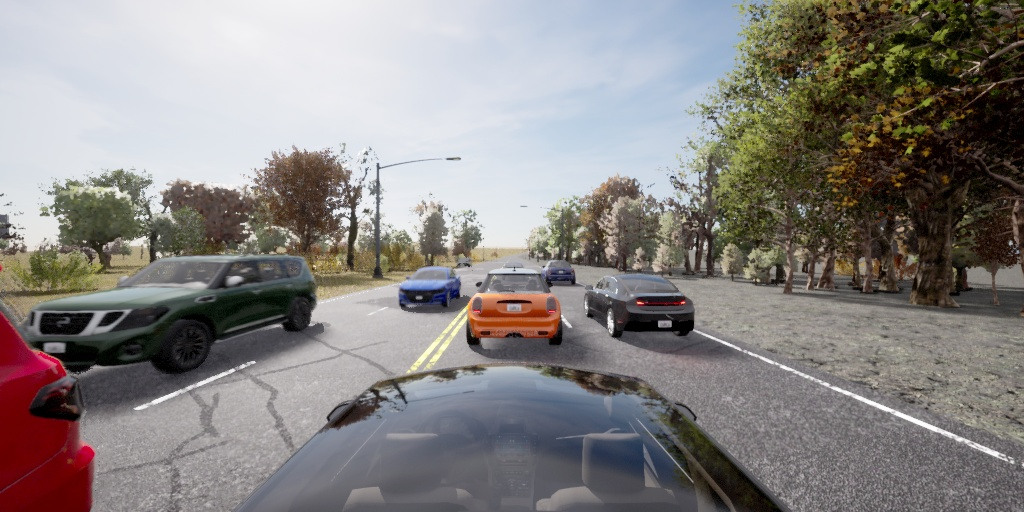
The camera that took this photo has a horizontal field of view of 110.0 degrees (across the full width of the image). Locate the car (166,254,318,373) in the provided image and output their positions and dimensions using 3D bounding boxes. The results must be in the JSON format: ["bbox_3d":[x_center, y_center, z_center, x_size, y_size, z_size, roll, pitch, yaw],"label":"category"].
[{"bbox_3d":[-6.595,0.971,7.934,2.150,2.045,5.566,0,0,0],"label":"car"}]

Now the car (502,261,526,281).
[{"bbox_3d":[0.127,1.225,30.992,1.882,1.535,5.008,0,0,-1],"label":"car"}]

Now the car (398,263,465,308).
[{"bbox_3d":[-3.337,1.226,15.386,1.882,1.535,5.008,0,0,0],"label":"car"}]

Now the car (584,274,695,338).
[{"bbox_3d":[3.319,1.246,10.211,1.837,1.490,4.892,-1,0,0],"label":"car"}]

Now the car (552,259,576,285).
[{"bbox_3d":[3.329,1.092,26.442,2.097,1.767,4.553,-1,0,0],"label":"car"}]

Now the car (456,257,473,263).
[{"bbox_3d":[-6.459,0.877,49.094,1.882,1.535,5.008,0,0,0],"label":"car"}]

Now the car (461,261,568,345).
[{"bbox_3d":[0.066,1.101,9.639,2.097,1.767,4.553,0,0,0],"label":"car"}]
